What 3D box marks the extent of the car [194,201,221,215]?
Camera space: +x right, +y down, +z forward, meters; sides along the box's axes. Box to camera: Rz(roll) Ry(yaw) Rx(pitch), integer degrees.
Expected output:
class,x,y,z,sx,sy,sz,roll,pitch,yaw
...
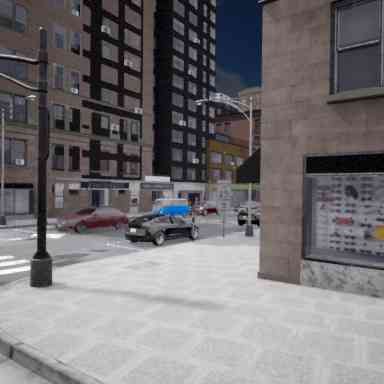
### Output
class,x,y,z,sx,sy,sz,roll,pitch,yaw
car,1.302,1.644,34.835,1.967,1.590,4.097,0,0,36

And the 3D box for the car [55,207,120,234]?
class,x,y,z,sx,sy,sz,roll,pitch,yaw
car,-5.971,1.640,20.309,1.812,1.442,4.674,1,0,36

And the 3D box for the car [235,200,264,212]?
class,x,y,z,sx,sy,sz,roll,pitch,yaw
car,7.617,1.822,43.624,1.752,1.417,4.829,0,0,36

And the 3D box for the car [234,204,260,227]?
class,x,y,z,sx,sy,sz,roll,pitch,yaw
car,5.014,1.849,25.396,1.947,1.339,4.313,0,0,36

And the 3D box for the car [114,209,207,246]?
class,x,y,z,sx,sy,sz,roll,pitch,yaw
car,-1.402,1.763,16.469,1.947,1.339,4.313,0,0,36

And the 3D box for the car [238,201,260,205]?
class,x,y,z,sx,sy,sz,roll,pitch,yaw
car,6.486,1.777,37.618,2.128,1.511,4.902,1,0,36

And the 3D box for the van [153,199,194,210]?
class,x,y,z,sx,sy,sz,roll,pitch,yaw
van,-1.905,1.500,30.372,1.690,1.788,3.998,0,0,36
